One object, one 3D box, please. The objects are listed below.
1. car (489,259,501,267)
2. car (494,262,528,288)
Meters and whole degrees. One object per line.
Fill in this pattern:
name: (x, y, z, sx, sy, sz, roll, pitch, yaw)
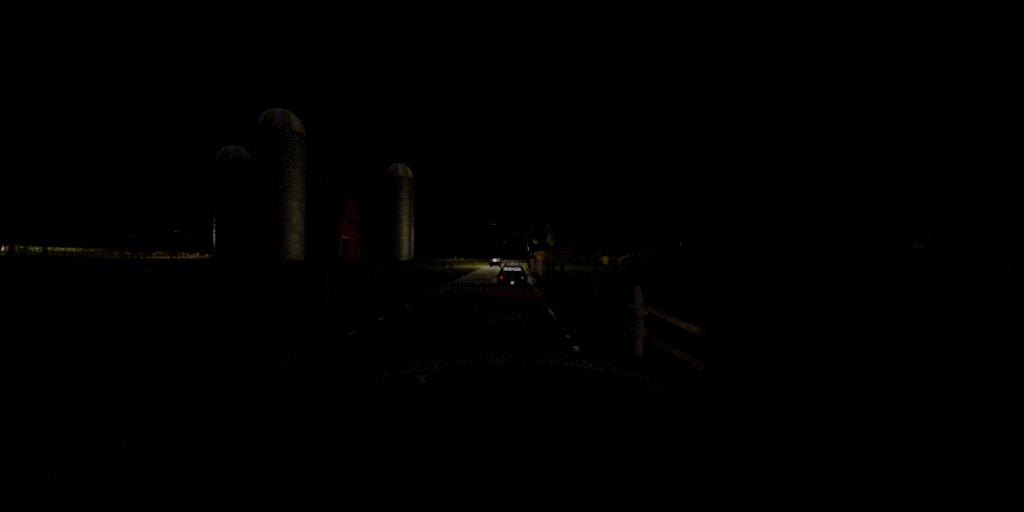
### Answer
car: (-2.755, 1.163, 59.994, 2.033, 1.411, 5.357, 0, 0, 1)
car: (0.014, 1.291, 23.333, 1.895, 1.301, 4.718, 0, 0, 0)
